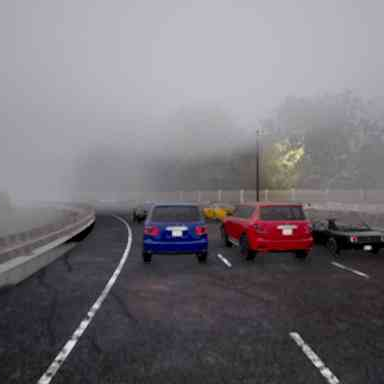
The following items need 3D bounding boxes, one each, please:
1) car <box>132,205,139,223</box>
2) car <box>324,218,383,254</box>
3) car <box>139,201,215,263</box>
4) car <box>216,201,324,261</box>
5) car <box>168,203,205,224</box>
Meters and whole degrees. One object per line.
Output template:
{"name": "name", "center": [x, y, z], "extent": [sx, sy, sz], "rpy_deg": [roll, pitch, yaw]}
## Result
{"name": "car", "center": [-4.000, 1.803, 28.607], "extent": [2.128, 1.511, 4.902], "rpy_deg": [0, 0, -16]}
{"name": "car", "center": [6.082, 1.757, 14.244], "extent": [1.895, 1.301, 4.718], "rpy_deg": [0, -1, -8]}
{"name": "car", "center": [-0.780, 1.365, 12.786], "extent": [2.150, 2.045, 5.566], "rpy_deg": [0, 0, -7]}
{"name": "car", "center": [2.696, 1.369, 13.194], "extent": [2.150, 2.045, 5.566], "rpy_deg": [0, 0, -7]}
{"name": "car", "center": [-0.616, 1.813, 29.496], "extent": [2.128, 1.511, 4.902], "rpy_deg": [0, 0, -16]}
